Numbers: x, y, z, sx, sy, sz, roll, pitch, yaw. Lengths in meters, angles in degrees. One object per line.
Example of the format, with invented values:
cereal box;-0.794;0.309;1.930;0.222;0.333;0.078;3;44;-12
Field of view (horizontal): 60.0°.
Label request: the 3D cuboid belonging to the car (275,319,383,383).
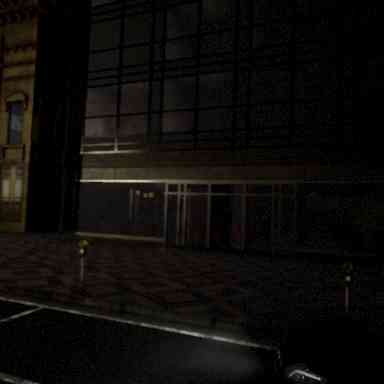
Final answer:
car;3.176;1.823;3.078;4.674;1.442;1.812;1;-3;21
